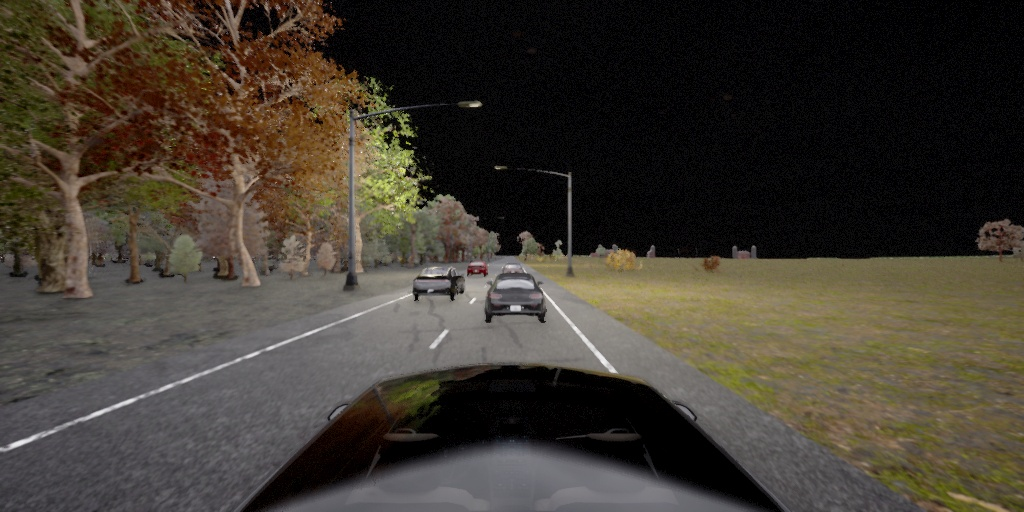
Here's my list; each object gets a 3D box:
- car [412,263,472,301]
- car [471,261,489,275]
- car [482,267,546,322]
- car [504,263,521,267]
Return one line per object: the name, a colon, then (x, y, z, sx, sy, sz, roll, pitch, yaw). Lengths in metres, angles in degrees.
car: (-3.401, 1.252, 17.378, 2.128, 1.511, 4.902, 0, 0, 0)
car: (-3.400, 1.252, 36.384, 1.882, 1.535, 5.008, 0, 0, 0)
car: (0.101, 1.282, 12.238, 1.812, 1.442, 4.674, 0, 0, 0)
car: (0.075, 1.317, 30.482, 2.033, 1.411, 5.357, 0, 0, 0)
